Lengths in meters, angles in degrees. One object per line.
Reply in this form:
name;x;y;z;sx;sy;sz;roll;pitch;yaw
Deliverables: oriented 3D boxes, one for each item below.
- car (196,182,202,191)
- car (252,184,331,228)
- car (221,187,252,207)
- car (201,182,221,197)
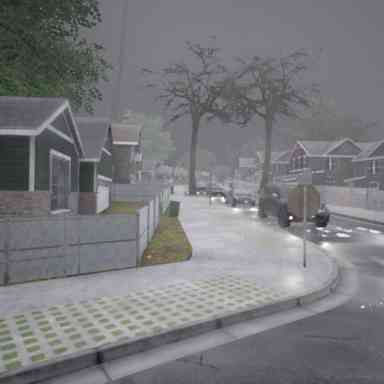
car;1.538;-0.854;54.145;1.882;1.535;5.008;1;2;-5
car;5.208;0.630;17.844;2.150;2.045;5.566;1;3;-6
car;4.087;0.411;28.677;1.812;1.442;4.674;1;3;-6
car;2.829;-0.164;41.015;2.033;1.411;5.357;1;3;-6
